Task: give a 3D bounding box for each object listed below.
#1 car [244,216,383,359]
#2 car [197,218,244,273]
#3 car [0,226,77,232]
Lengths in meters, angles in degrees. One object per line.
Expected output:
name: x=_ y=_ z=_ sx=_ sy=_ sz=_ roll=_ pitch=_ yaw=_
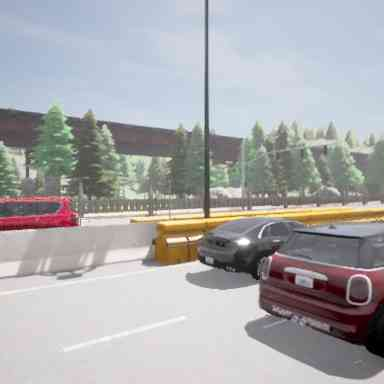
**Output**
car: x=3.386 y=1.338 z=6.165 sx=4.553 sy=1.767 sz=2.097 roll=0 pitch=0 yaw=-36
car: x=2.408 y=1.486 z=9.766 sx=4.892 sy=1.490 sz=1.837 roll=0 pitch=0 yaw=-36
car: x=-6.931 y=1.219 z=11.915 sx=5.566 sy=2.045 sz=2.150 roll=0 pitch=0 yaw=-35
